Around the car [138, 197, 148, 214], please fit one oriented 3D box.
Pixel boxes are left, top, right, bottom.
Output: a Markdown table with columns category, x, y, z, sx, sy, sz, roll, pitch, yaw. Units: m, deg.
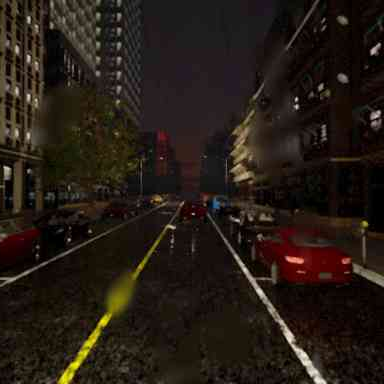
| category | x | y | z | sx | sy | sz | roll | pitch | yaw |
| --- | --- | --- | --- | --- | --- | --- | --- | --- | --- |
| car | -5.693 | 1.382 | 31.468 | 2.008 | 1.369 | 4.403 | 1 | 0 | 0 |

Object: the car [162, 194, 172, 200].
| category | x | y | z | sx | sy | sz | roll | pitch | yaw |
| --- | --- | --- | --- | --- | --- | --- | --- | --- | --- |
| car | -5.714 | 1.128 | 76.719 | 2.008 | 1.369 | 4.403 | 1 | 0 | 0 |

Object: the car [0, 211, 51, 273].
| category | x | y | z | sx | sy | sz | roll | pitch | yaw |
| --- | --- | --- | --- | --- | --- | --- | --- | --- | --- |
| car | -5.681 | 1.393 | 8.842 | 1.967 | 1.590 | 4.097 | 1 | 0 | 0 |

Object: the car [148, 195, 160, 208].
| category | x | y | z | sx | sy | sz | roll | pitch | yaw |
| --- | --- | --- | --- | --- | --- | --- | --- | --- | --- |
| car | -5.699 | 1.320 | 42.782 | 2.008 | 1.369 | 4.403 | 1 | 0 | 0 |

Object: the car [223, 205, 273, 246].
| category | x | y | z | sx | sy | sz | roll | pitch | yaw |
| --- | --- | --- | --- | --- | --- | --- | --- | --- | --- |
| car | 2.695 | 1.474 | 14.467 | 2.008 | 1.369 | 4.403 | 1 | 0 | 0 |

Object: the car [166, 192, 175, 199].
| category | x | y | z | sx | sy | sz | roll | pitch | yaw |
| --- | --- | --- | --- | --- | --- | --- | --- | --- | --- |
| car | -5.717 | 0.953 | 88.031 | 1.967 | 1.590 | 4.097 | 1 | 0 | 0 |

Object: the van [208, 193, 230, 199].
| category | x | y | z | sx | sy | sz | roll | pitch | yaw |
| --- | --- | --- | --- | --- | --- | --- | --- | --- | --- |
| van | 2.690 | 1.173 | 31.435 | 1.690 | 1.788 | 3.998 | 1 | 0 | 0 |

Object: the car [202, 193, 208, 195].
| category | x | y | z | sx | sy | sz | roll | pitch | yaw |
| --- | --- | --- | --- | --- | --- | --- | --- | --- | --- |
| car | 2.690 | 1.262 | 48.574 | 1.752 | 1.417 | 4.829 | 1 | 0 | 0 |

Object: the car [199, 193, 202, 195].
| category | x | y | z | sx | sy | sz | roll | pitch | yaw |
| --- | --- | --- | --- | --- | --- | --- | --- | --- | --- |
| car | 2.640 | 1.256 | 59.717 | 1.802 | 1.307 | 4.206 | 1 | 0 | 0 |

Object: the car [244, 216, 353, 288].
| category | x | y | z | sx | sy | sz | roll | pitch | yaw |
| --- | --- | --- | --- | --- | --- | --- | --- | --- | --- |
| car | 2.697 | 1.535 | 8.811 | 1.802 | 1.307 | 4.206 | 1 | 0 | 0 |

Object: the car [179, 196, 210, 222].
| category | x | y | z | sx | sy | sz | roll | pitch | yaw |
| --- | --- | --- | --- | --- | --- | --- | --- | --- | --- |
| car | 0.089 | 1.343 | 25.142 | 1.882 | 1.535 | 5.008 | 0 | 0 | 0 |

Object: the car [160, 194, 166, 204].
| category | x | y | z | sx | sy | sz | roll | pitch | yaw |
| --- | --- | --- | --- | --- | --- | --- | --- | --- | --- |
| car | -5.703 | 1.231 | 53.924 | 1.752 | 1.417 | 4.829 | 1 | 0 | 0 |

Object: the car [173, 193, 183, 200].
| category | x | y | z | sx | sy | sz | roll | pitch | yaw |
| --- | --- | --- | --- | --- | --- | --- | --- | --- | --- |
| car | -3.034 | 0.895 | 73.823 | 1.882 | 1.535 | 5.008 | 0 | 0 | 0 |

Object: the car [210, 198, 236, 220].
| category | x | y | z | sx | sy | sz | roll | pitch | yaw |
| --- | --- | --- | --- | --- | --- | --- | --- | --- | --- |
| car | 2.690 | 1.413 | 25.780 | 2.008 | 1.369 | 4.403 | 1 | 0 | 0 |

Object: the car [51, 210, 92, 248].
| category | x | y | z | sx | sy | sz | roll | pitch | yaw |
| --- | --- | --- | --- | --- | --- | --- | --- | --- | --- |
| car | -5.686 | 1.488 | 14.499 | 1.947 | 1.339 | 4.313 | 1 | 0 | 0 |

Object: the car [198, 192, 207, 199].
| category | x | y | z | sx | sy | sz | roll | pitch | yaw |
| --- | --- | --- | --- | --- | --- | --- | --- | --- | --- |
| car | 2.631 | 0.828 | 87.996 | 2.192 | 1.841 | 5.009 | 1 | 0 | 0 |

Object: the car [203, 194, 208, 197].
| category | x | y | z | sx | sy | sz | roll | pitch | yaw |
| --- | --- | --- | --- | --- | --- | --- | --- | --- | --- |
| car | 2.688 | 1.336 | 42.748 | 1.947 | 1.339 | 4.313 | 1 | 0 | 0 |

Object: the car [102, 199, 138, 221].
| category | x | y | z | sx | sy | sz | roll | pitch | yaw |
| --- | --- | --- | --- | --- | --- | --- | --- | --- | --- |
| car | -5.691 | 1.406 | 25.812 | 1.887 | 1.381 | 4.507 | 1 | 0 | 0 |

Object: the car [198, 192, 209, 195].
| category | x | y | z | sx | sy | sz | roll | pitch | yaw |
| --- | --- | --- | --- | --- | --- | --- | --- | --- | --- |
| car | 2.642 | 0.957 | 65.371 | 2.192 | 1.841 | 5.009 | 1 | 0 | 0 |

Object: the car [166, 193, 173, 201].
| category | x | y | z | sx | sy | sz | roll | pitch | yaw |
| --- | --- | --- | --- | --- | --- | --- | --- | --- | --- |
| car | -5.711 | 1.160 | 71.063 | 2.008 | 1.369 | 4.403 | 1 | 0 | 0 |
